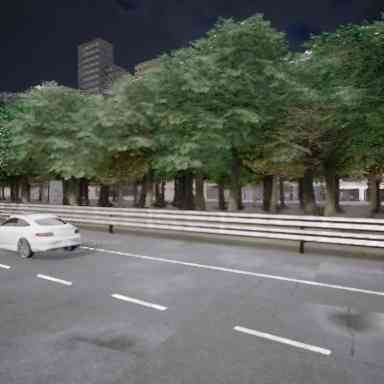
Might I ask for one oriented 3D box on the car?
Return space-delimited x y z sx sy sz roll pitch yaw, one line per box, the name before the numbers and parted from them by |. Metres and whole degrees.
car | -6.106 1.533 12.521 4.674 1.442 1.812 0 0 35
